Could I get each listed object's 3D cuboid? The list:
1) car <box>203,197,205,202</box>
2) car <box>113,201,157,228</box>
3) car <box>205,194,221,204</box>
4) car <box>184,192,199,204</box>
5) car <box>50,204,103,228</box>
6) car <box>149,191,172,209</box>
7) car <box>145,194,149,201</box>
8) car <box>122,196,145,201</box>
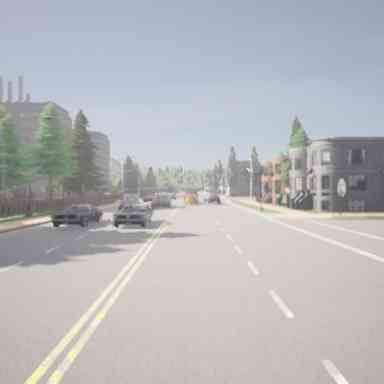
[{"bbox_3d":[3.565,1.099,61.467,1.812,1.442,4.674,0,0,18],"label":"car"},{"bbox_3d":[-3.606,1.455,20.970,1.895,1.301,4.718,0,0,0],"label":"car"},{"bbox_3d":[3.485,1.141,52.417,1.837,1.490,4.892,0,0,0],"label":"car"},{"bbox_3d":[-0.015,1.117,51.887,1.882,1.535,5.008,0,0,0],"label":"car"},{"bbox_3d":[-7.106,1.455,20.956,1.895,1.301,4.718,0,0,0],"label":"car"},{"bbox_3d":[-3.598,1.072,40.318,2.097,1.767,4.553,0,0,0],"label":"car"},{"bbox_3d":[-7.016,1.093,56.075,1.882,1.535,5.008,0,0,0],"label":"car"},{"bbox_3d":[-7.101,1.296,38.558,1.994,1.385,4.181,0,0,0],"label":"car"}]
